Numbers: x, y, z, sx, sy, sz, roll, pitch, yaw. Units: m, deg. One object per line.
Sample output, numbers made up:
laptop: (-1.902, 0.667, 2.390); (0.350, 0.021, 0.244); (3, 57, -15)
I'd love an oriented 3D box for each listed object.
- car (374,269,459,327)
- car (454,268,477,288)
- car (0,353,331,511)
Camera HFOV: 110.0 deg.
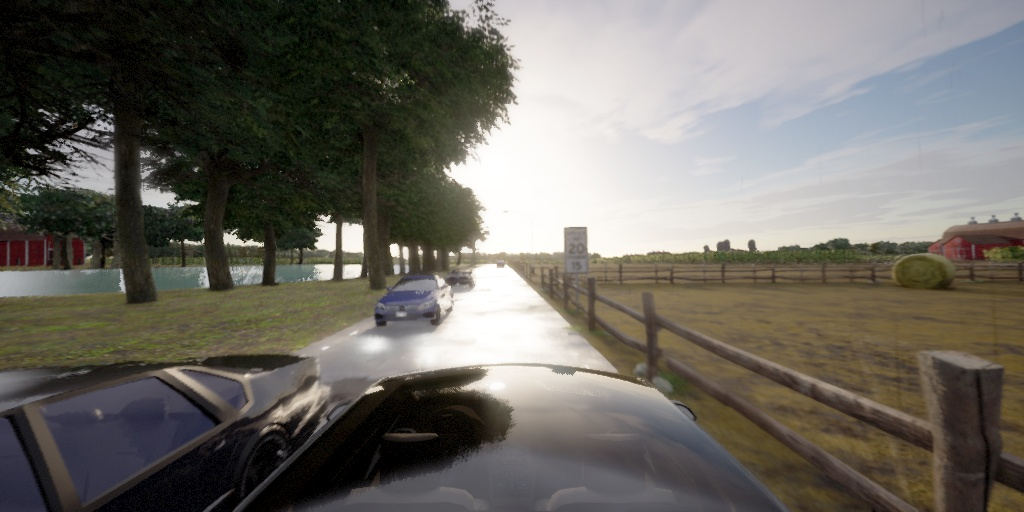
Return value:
car: (-3.117, 1.363, 12.221); (1.812, 1.442, 4.674); (-1, 0, -2)
car: (-3.542, 1.498, 25.225); (1.895, 1.301, 4.718); (-1, 0, -2)
car: (-2.798, 1.357, 1.469); (2.033, 1.411, 5.357); (-1, 0, -1)
